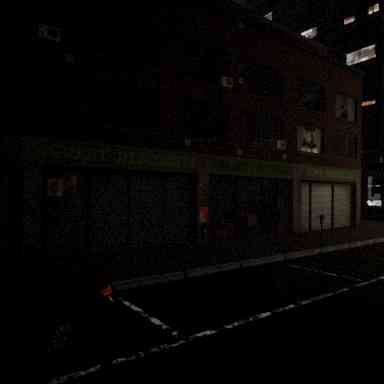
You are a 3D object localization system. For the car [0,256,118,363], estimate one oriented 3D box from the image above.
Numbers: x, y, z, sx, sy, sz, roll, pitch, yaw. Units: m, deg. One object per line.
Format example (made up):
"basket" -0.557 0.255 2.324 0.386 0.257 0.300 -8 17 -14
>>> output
"car" -3.077 1.582 4.352 4.206 1.307 1.802 0 1 -36
